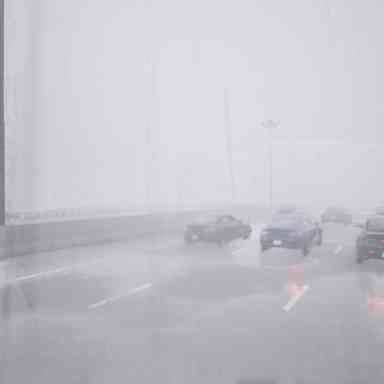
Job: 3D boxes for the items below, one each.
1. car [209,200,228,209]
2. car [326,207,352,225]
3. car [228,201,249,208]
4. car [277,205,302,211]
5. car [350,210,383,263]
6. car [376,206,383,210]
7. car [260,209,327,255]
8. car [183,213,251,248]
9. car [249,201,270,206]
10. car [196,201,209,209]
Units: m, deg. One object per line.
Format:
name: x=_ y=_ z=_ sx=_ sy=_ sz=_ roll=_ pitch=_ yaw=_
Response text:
car: x=5.418 y=2.220 z=57.998 sx=1.882 sy=1.535 sz=5.008 roll=-1 pitch=-1 yaw=31
car: x=11.614 y=1.857 z=26.726 sx=1.994 sy=1.385 sz=4.181 roll=-1 pitch=-1 yaw=31
car: x=8.448 y=2.180 z=56.260 sx=1.882 sy=1.535 sz=5.008 roll=-1 pitch=-1 yaw=31
car: x=8.513 y=1.837 z=28.361 sx=1.837 sy=1.490 sz=4.892 roll=-1 pitch=-1 yaw=31
car: x=7.008 y=1.627 z=11.884 sx=1.837 sy=1.490 sz=4.892 roll=-1 pitch=-1 yaw=31
car: x=14.905 y=1.782 z=25.417 sx=1.812 sy=1.442 sz=4.674 roll=-1 pitch=-1 yaw=31
car: x=4.311 y=1.692 z=14.196 sx=1.812 sy=1.442 sz=4.674 roll=-1 pitch=-1 yaw=31
car: x=1.288 y=1.732 z=15.958 sx=1.812 sy=1.442 sz=4.674 roll=-1 pitch=-1 yaw=31
car: x=11.503 y=2.189 z=54.563 sx=1.812 sy=1.442 sz=4.674 roll=-1 pitch=-1 yaw=31
car: x=2.401 y=2.308 z=59.754 sx=1.812 sy=1.442 sz=4.674 roll=-1 pitch=-1 yaw=31
